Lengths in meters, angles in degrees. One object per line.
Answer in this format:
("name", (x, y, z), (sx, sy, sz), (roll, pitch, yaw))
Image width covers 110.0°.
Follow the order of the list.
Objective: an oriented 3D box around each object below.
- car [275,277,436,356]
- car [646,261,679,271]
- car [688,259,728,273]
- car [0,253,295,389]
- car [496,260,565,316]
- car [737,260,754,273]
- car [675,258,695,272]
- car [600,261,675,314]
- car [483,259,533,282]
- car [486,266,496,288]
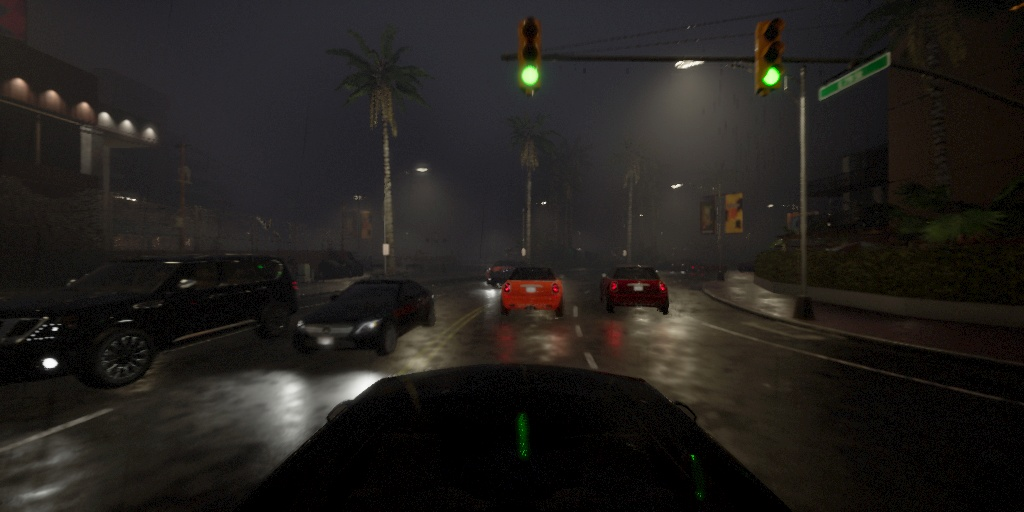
("car", (-3.230, 1.284, 8.854), (1.812, 1.442, 4.674), (0, 0, 4))
("car", (21.032, 1.371, 50.071), (4.181, 1.385, 1.994), (0, 0, -28))
("car", (24.196, 1.400, 43.824), (4.718, 1.301, 1.895), (0, 0, -28))
("car", (-6.857, 0.977, 7.286), (2.150, 2.045, 5.566), (0, 0, 3))
("car", (0.922, 1.116, 13.717), (2.097, 1.767, 4.553), (0, 0, 8))
("car", (28.841, 1.275, 42.199), (5.008, 1.535, 1.882), (0, 0, -24))
("car", (23.120, 1.174, 47.227), (4.553, 1.767, 2.097), (0, 0, -27))
("car", (4.674, 1.116, 14.212), (2.097, 1.767, 4.553), (0, 0, 11))
("car", (-0.238, 1.135, 30.446), (2.097, 1.767, 4.553), (0, 0, 32))
("car", (0.240, 1.323, 24.173), (2.033, 1.411, 5.357), (0, 0, 24))
